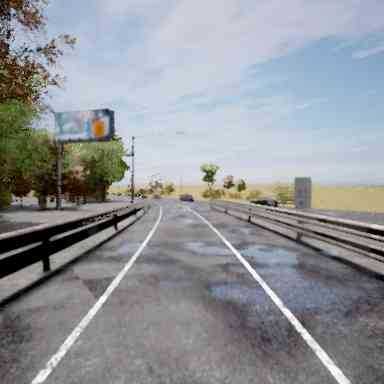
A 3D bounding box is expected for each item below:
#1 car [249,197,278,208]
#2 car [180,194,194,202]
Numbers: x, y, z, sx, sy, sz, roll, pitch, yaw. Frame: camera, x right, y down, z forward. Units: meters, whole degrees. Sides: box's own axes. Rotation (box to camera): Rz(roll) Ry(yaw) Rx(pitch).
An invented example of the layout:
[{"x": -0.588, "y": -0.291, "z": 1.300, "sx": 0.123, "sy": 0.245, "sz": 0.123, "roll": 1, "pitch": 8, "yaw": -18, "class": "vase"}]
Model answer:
[{"x": 8.805, "y": 1.373, "z": 41.420, "sx": 2.128, "sy": 1.511, "sz": 4.902, "roll": 0, "pitch": 0, "yaw": -18, "class": "car"}, {"x": -1.231, "y": 1.304, "z": 72.859, "sx": 2.097, "sy": 1.767, "sz": 4.553, "roll": 0, "pitch": 0, "yaw": -18, "class": "car"}]
